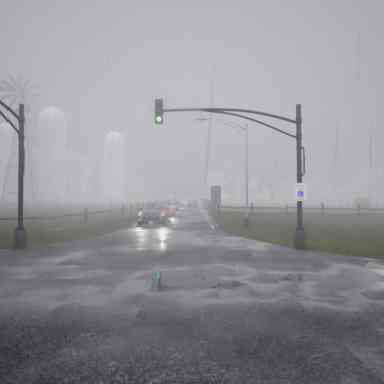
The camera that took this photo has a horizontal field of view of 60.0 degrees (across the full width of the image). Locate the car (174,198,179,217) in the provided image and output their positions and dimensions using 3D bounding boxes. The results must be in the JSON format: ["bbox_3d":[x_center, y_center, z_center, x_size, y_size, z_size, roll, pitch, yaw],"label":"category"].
[{"bbox_3d":[-2.780,1.627,35.061,2.097,1.767,4.553,0,0,0],"label":"car"}]

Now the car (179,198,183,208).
[{"bbox_3d":[-2.754,1.901,45.606,2.033,1.411,5.357,0,0,0],"label":"car"}]

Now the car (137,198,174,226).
[{"bbox_3d":[-2.829,1.557,25.485,2.097,1.767,4.553,0,0,1],"label":"car"}]

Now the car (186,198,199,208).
[{"bbox_3d":[0.114,1.920,56.834,2.128,1.511,4.902,0,0,0],"label":"car"}]

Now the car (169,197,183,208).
[{"bbox_3d":[-2.674,1.797,57.344,2.097,1.767,4.553,0,-1,1],"label":"car"}]

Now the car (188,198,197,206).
[{"bbox_3d":[0.141,2.016,67.255,1.837,1.490,4.892,0,0,0],"label":"car"}]
